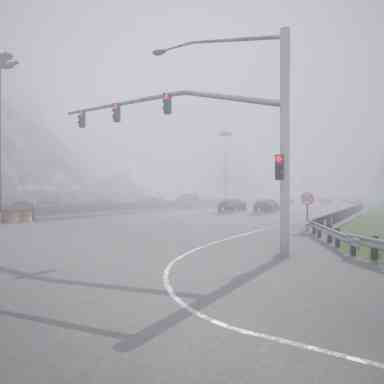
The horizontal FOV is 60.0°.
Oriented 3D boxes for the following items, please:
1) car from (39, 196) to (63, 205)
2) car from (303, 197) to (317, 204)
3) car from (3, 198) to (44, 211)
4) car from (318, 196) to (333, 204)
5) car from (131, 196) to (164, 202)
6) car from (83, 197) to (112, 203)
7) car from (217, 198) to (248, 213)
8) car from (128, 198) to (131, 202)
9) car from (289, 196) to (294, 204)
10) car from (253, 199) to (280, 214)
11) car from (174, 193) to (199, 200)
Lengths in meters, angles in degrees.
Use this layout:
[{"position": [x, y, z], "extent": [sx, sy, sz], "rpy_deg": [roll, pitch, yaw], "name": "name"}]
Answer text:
[{"position": [-19.654, 1.268, 44.392], "extent": [2.097, 1.767, 4.553], "rpy_deg": [0, 0, 33], "name": "car"}, {"position": [21.087, 1.579, 60.181], "extent": [1.895, 1.301, 4.718], "rpy_deg": [0, 0, 20], "name": "car"}, {"position": [-16.198, 1.500, 30.282], "extent": [1.994, 1.385, 4.181], "rpy_deg": [0, 0, 33], "name": "car"}, {"position": [25.630, 1.548, 63.296], "extent": [1.994, 1.385, 4.181], "rpy_deg": [0, 0, 16], "name": "car"}, {"position": [-5.740, 1.432, 46.748], "extent": [2.128, 1.511, 4.902], "rpy_deg": [0, 0, 32], "name": "car"}, {"position": [-10.770, 1.539, 38.793], "extent": [1.895, 1.301, 4.718], "rpy_deg": [0, 0, 33], "name": "car"}, {"position": [4.464, 1.476, 36.251], "extent": [1.837, 1.490, 4.892], "rpy_deg": [0, 0, 33], "name": "car"}, {"position": [-9.651, 1.411, 60.501], "extent": [2.128, 1.511, 4.902], "rpy_deg": [0, 0, 29], "name": "car"}, {"position": [19.057, 1.533, 65.516], "extent": [1.994, 1.385, 4.181], "rpy_deg": [0, 0, 17], "name": "car"}, {"position": [8.057, 1.483, 35.374], "extent": [1.837, 1.490, 4.892], "rpy_deg": [0, 0, 33], "name": "car"}, {"position": [-0.794, 1.163, 54.864], "extent": [2.150, 2.045, 5.566], "rpy_deg": [0, 0, 29], "name": "car"}]
